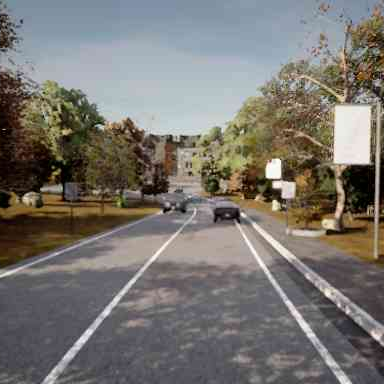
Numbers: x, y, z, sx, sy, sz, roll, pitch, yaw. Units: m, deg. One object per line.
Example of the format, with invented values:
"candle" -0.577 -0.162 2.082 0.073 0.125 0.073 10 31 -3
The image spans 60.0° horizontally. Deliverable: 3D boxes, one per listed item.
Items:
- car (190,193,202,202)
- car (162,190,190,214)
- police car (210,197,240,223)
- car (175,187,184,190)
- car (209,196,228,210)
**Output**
"car" 0.496 0.894 60.136 1.812 1.442 4.674 -1 3 -11
"car" -1.639 1.106 33.545 2.150 2.045 5.566 0 0 2
"police car" 2.584 1.372 25.128 1.930 1.638 5.238 1 0 4
"car" -2.872 -0.413 76.302 1.837 1.490 4.892 0 5 2
"car" 3.189 1.354 41.307 1.882 1.535 5.008 0 0 -1
